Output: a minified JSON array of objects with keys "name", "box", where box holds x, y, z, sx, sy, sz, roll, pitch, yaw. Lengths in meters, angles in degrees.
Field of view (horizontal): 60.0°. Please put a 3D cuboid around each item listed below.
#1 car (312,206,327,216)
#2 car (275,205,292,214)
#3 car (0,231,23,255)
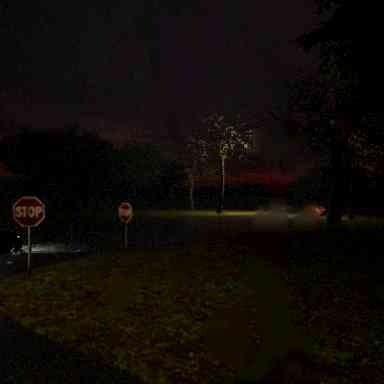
[{"name":"car","box":[23.107,3.386,60.281,2.097,1.767,4.553,1,-1,29]},{"name":"car","box":[17.229,3.238,62.505,2.097,1.767,4.553,1,-1,36]},{"name":"car","box":[-9.203,1.875,13.486,1.994,1.385,4.181,0,-3,36]}]
